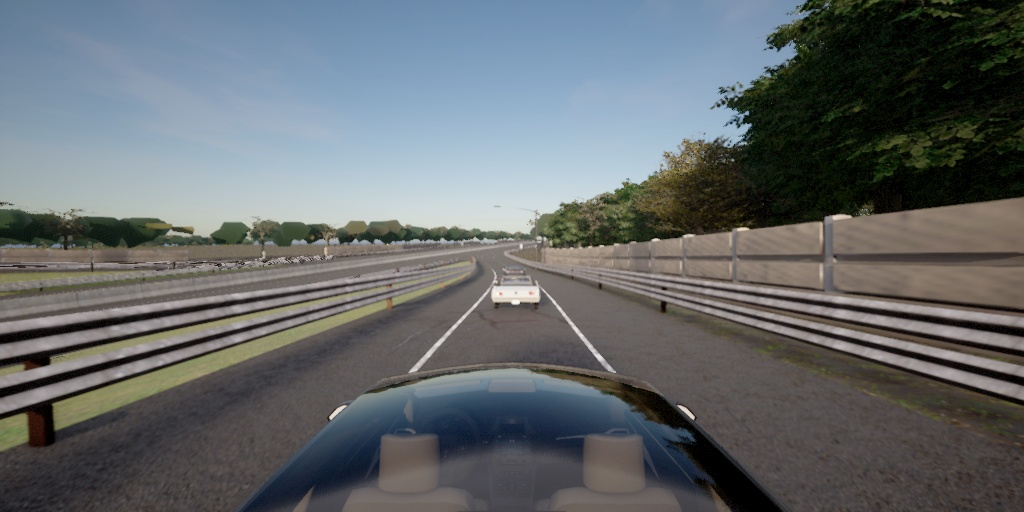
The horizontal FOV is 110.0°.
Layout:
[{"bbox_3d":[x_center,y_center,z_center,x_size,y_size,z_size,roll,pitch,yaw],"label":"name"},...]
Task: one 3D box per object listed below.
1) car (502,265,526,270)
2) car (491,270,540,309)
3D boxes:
[{"bbox_3d":[0.176,1.504,31.114,2.128,1.511,4.902,0,0,-1],"label":"car"},{"bbox_3d":[0.188,1.479,15.830,1.895,1.301,4.718,0,0,1],"label":"car"}]
